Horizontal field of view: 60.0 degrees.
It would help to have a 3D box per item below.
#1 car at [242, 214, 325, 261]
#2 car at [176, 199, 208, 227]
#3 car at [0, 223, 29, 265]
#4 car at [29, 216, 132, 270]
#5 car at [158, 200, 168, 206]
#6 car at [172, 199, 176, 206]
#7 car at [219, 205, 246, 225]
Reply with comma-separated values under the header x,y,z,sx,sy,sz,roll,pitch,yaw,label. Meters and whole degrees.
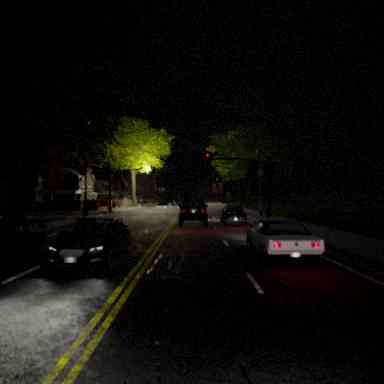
x,y,z,sx,sy,sz,roll,pitch,yaw,label
3.346,1.765,12.950,1.895,1.301,4.718,0,-1,0,car
0.092,1.541,26.165,2.150,2.045,5.566,0,-2,0,car
-6.602,1.737,10.745,1.895,1.301,4.718,0,-1,0,car
-3.350,1.640,11.620,2.128,1.511,4.902,0,-1,0,car
-6.522,2.500,74.050,1.895,1.301,4.718,0,-1,0,car
-3.272,2.261,74.115,2.097,1.767,4.553,0,-1,0,car
3.317,1.836,27.030,1.837,1.490,4.892,0,-2,2,car
